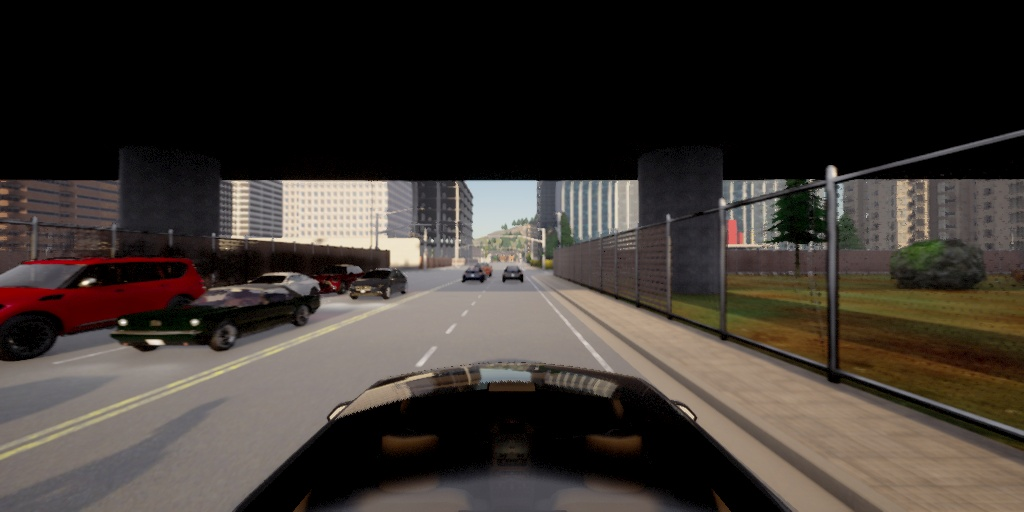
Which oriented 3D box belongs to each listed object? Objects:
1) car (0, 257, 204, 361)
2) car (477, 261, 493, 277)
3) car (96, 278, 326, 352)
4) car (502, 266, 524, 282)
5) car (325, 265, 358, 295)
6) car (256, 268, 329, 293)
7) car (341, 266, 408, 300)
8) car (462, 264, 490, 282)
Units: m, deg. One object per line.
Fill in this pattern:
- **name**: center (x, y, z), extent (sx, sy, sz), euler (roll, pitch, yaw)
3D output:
- **car**: center (-10.601, 1.049, 8.852), extent (2.150, 2.045, 5.566), euler (0, 0, 0)
- **car**: center (-3.446, 1.568, 42.944), extent (2.097, 1.767, 4.553), euler (0, -1, 0)
- **car**: center (-7.099, 1.438, 9.350), extent (1.895, 1.301, 4.718), euler (0, -1, 0)
- **car**: center (0.078, 1.677, 33.706), extent (1.994, 1.385, 4.181), euler (0, -1, 0)
- **car**: center (-10.565, 1.331, 21.811), extent (2.097, 1.767, 4.553), euler (0, -1, 0)
- **car**: center (-10.506, 1.468, 16.169), extent (1.812, 1.442, 4.674), euler (0, -1, 0)
- **car**: center (-7.078, 1.457, 19.495), extent (1.837, 1.490, 4.892), euler (0, -1, 0)
- **car**: center (-3.420, 1.669, 33.033), extent (1.994, 1.385, 4.181), euler (0, -1, 0)
